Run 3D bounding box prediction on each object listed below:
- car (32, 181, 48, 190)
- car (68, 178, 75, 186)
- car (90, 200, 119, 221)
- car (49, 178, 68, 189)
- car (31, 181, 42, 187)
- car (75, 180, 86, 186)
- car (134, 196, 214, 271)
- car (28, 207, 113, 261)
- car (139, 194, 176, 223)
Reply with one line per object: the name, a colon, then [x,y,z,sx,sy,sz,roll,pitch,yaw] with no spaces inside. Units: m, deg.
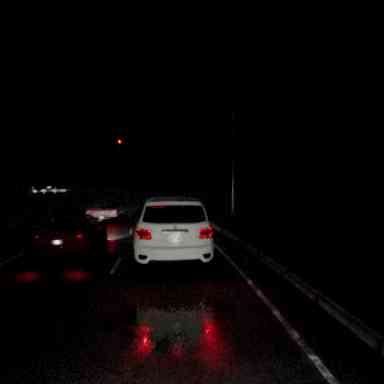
car: [-30.271,-1.290,65.927,1.882,1.535,5.008,-2,3,-27]
car: [-31.995,-2.537,84.702,2.150,2.045,5.566,-2,3,-27]
car: [-5.907,1.187,22.394,1.895,1.301,4.718,-1,2,-11]
car: [-27.124,-1.628,67.444,2.150,2.045,5.566,-2,3,-27]
car: [-37.709,-1.994,80.521,2.033,1.411,5.357,-2,3,-27]
car: [-28.862,-2.311,86.277,2.033,1.411,5.357,-2,3,-27]
car: [-0.654,1.136,10.831,2.150,2.045,5.566,0,1,-5]
car: [-4.303,1.465,12.110,1.994,1.385,4.181,0,1,-6]
car: [-2.475,1.043,22.969,2.128,1.511,4.902,-1,2,-11]
